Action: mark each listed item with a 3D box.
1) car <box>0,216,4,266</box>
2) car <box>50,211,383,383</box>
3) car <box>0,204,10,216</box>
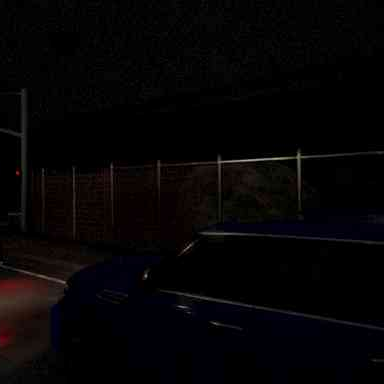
[{"bbox_3d":[-7.080,1.491,9.039,4.902,1.511,2.128,0,0,33],"label":"car"},{"bbox_3d":[0.935,1.221,3.323,5.566,2.045,2.150,0,0,35],"label":"car"},{"bbox_3d":[-18.294,1.557,28.385,1.837,1.490,4.892,0,0,35],"label":"car"}]
